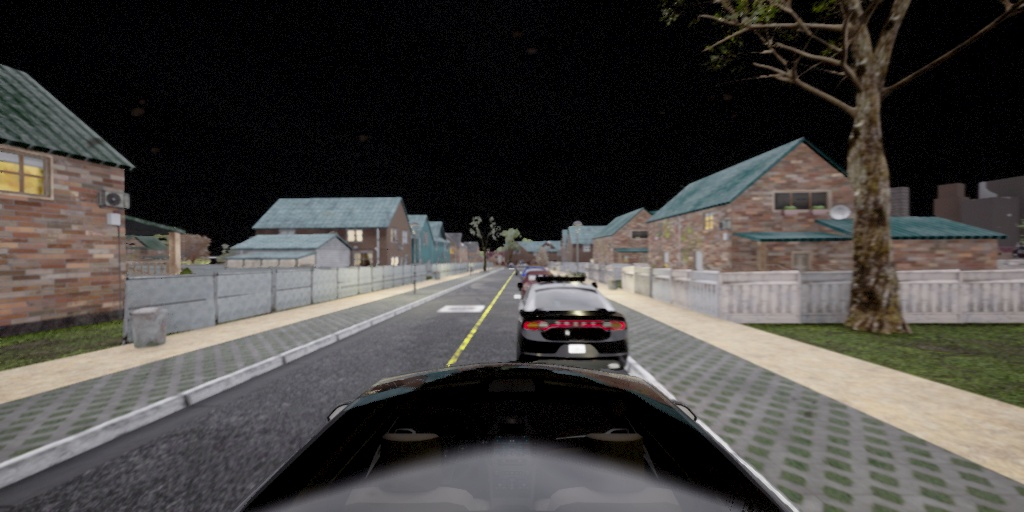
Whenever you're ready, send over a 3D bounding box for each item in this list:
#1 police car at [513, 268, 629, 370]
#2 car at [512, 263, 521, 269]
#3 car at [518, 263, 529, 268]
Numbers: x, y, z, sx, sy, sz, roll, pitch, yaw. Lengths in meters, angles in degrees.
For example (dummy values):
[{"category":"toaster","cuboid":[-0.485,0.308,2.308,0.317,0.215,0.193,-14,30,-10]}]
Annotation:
[{"category":"police car","cuboid":[1.063,1.234,8.025,1.930,1.638,5.238,0,-1,2]},{"category":"car","cuboid":[1.414,1.760,46.449,2.128,1.511,4.902,0,-1,2]},{"category":"car","cuboid":[1.534,1.464,23.910,1.882,1.535,5.008,0,-1,2]}]
